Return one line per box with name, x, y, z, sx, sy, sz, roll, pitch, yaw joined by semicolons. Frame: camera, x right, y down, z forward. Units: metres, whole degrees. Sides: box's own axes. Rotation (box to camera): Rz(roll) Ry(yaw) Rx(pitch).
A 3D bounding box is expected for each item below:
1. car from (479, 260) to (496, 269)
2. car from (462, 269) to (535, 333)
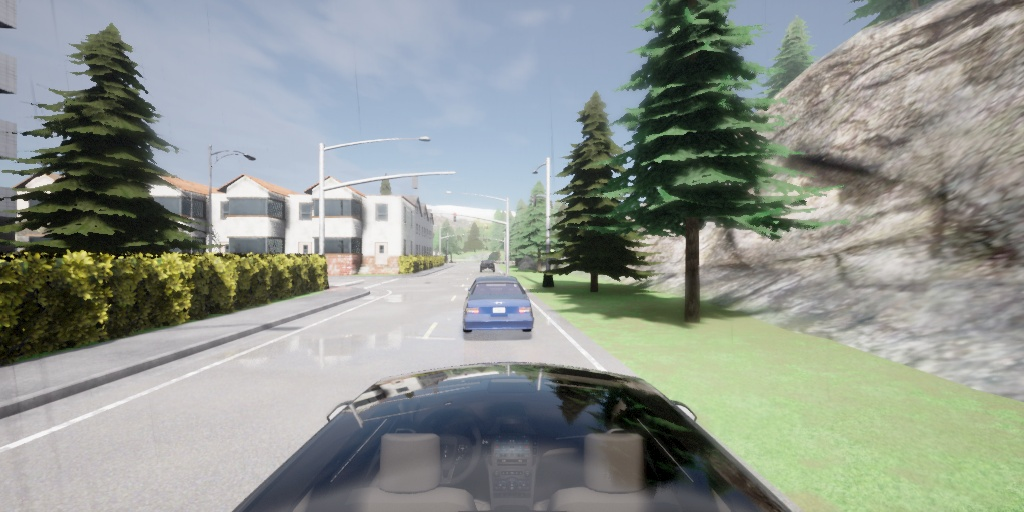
car;-3.111;1.255;45.302;1.837;1.490;4.892;0;0;-4
car;-0.478;1.297;10.777;2.033;1.411;5.357;0;0;-4
